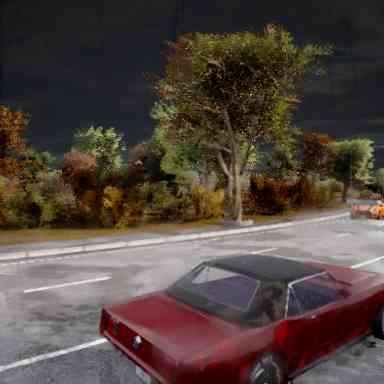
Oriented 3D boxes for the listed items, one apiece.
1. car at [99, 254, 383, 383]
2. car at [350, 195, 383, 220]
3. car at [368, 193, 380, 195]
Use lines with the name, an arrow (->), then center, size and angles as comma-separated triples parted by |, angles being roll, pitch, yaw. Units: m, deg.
car -> 1.249, 1.611, 4.837 | 4.718, 1.301, 1.895 | 0, 0, -38
car -> 14.973, 1.380, 28.107 | 2.097, 1.767, 4.553 | 0, 0, 39
car -> 34.730, 1.258, 63.226 | 2.150, 2.045, 5.566 | 0, 0, 19
